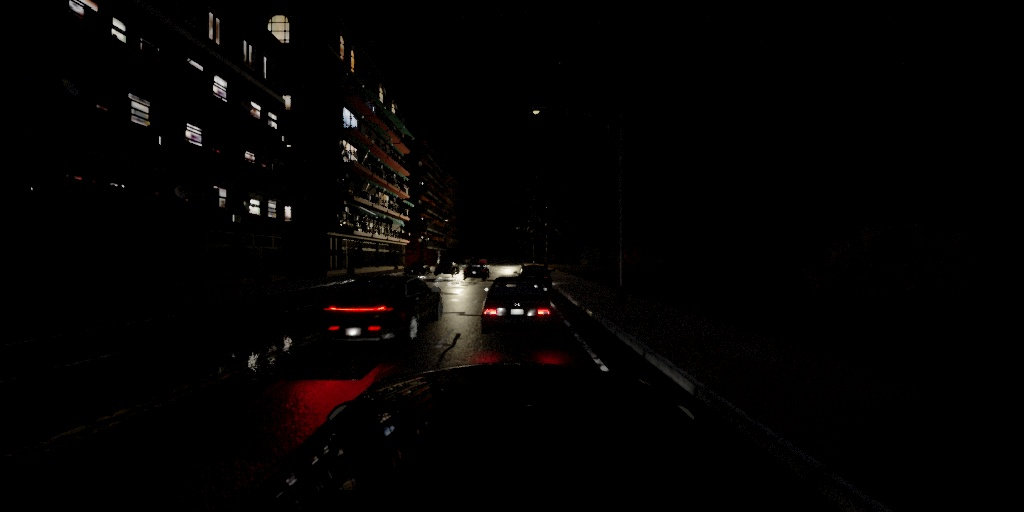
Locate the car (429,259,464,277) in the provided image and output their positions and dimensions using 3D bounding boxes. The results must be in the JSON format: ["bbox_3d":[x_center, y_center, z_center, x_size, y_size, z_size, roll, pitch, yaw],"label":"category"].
[{"bbox_3d":[-6.533,1.300,36.269,2.033,1.411,5.357,0,0,0],"label":"car"}]

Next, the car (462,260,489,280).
[{"bbox_3d":[-3.094,1.317,31.479,1.994,1.385,4.181,0,0,0],"label":"car"}]

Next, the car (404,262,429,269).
[{"bbox_3d":[-9.784,1.316,37.192,1.994,1.385,4.181,0,0,0],"label":"car"}]

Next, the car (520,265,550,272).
[{"bbox_3d":[1.171,1.257,20.250,1.837,1.490,4.892,0,0,0],"label":"car"}]

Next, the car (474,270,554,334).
[{"bbox_3d":[0.118,1.299,10.561,2.033,1.411,5.357,0,0,0],"label":"car"}]

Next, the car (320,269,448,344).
[{"bbox_3d":[-3.137,1.255,9.516,1.837,1.490,4.892,0,0,0],"label":"car"}]
